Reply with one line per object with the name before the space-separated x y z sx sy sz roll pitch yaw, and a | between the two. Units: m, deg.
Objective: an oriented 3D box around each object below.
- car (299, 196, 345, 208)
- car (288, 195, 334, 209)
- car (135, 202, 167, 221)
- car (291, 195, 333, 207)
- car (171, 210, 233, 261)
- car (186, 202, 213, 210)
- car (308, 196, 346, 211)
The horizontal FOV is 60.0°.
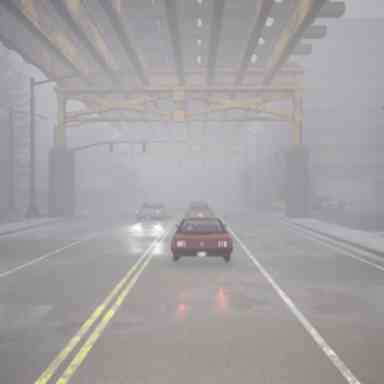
car | 13.943 1.066 35.703 4.536 1.218 1.853 0 0 -19
car | 14.289 1.194 39.840 4.974 1.542 2.038 0 0 26
car | -3.062 1.447 25.443 1.895 1.301 4.718 0 0 1
car | 14.336 1.037 39.817 4.536 1.218 1.853 0 0 26
car | 0.331 1.542 12.020 1.895 1.301 4.718 0 0 1
car | 0.533 1.419 23.821 1.994 1.385 4.181 0 0 0
car | 13.894 1.224 35.687 4.974 1.542 2.038 0 0 -19
